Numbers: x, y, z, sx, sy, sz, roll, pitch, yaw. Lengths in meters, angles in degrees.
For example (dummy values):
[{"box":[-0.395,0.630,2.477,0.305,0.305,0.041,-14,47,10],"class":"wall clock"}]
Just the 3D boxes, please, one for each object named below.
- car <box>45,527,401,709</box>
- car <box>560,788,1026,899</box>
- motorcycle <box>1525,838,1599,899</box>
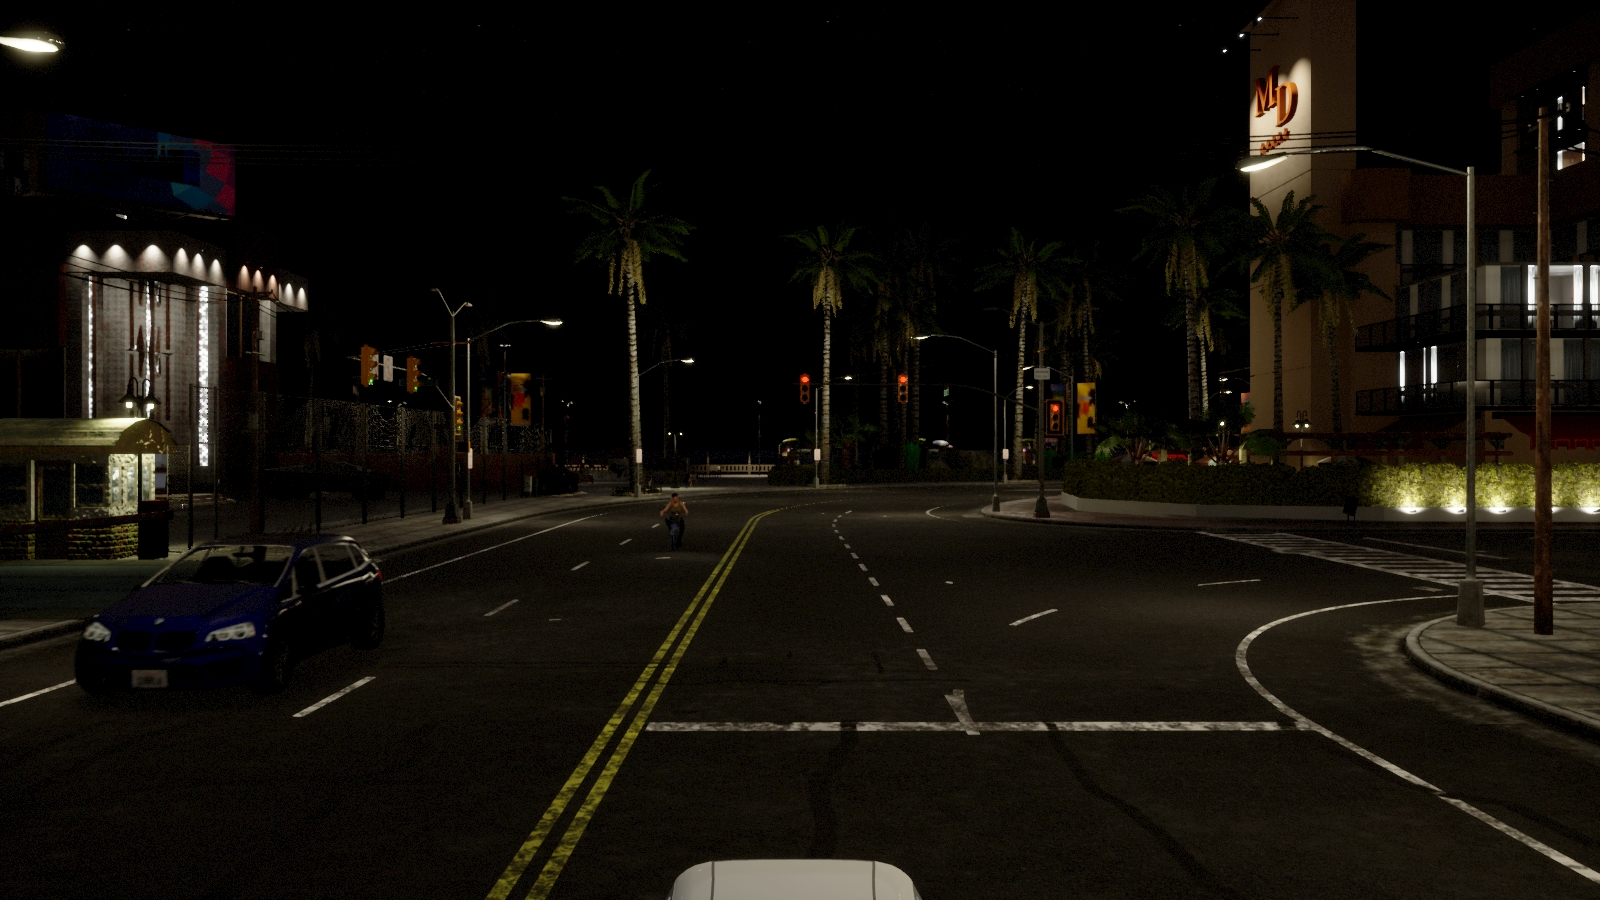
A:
[{"box":[-7.039,1.968,14.644,2.242,1.667,4.611,0,0,0],"class":"car"},{"box":[-0.022,2.120,3.707,1.481,1.376,2.207,0,0,0],"class":"car"},{"box":[3.471,2.213,3.817,0.803,1.145,2.033,0,0,0],"class":"motorcycle"}]
